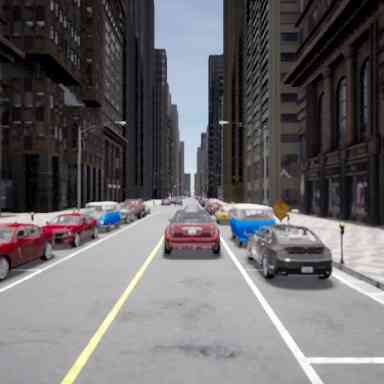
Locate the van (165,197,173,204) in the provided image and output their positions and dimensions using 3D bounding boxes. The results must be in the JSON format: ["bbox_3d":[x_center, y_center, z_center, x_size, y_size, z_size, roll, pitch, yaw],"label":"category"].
[{"bbox_3d":[-5.744,2.167,83.186,1.690,1.788,3.998,0,-1,0],"label":"van"}]

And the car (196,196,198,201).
[{"bbox_3d":[2.781,2.141,83.200,2.192,1.841,5.009,0,-1,0],"label":"car"}]

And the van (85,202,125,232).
[{"bbox_3d":[-5.758,1.548,21.387,1.690,1.788,3.998,0,-1,0],"label":"van"}]

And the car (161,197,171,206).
[{"bbox_3d":[-5.747,2.292,71.947,1.802,1.307,4.206,0,-1,0],"label":"car"}]

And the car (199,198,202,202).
[{"bbox_3d":[2.776,2.161,60.724,1.947,1.339,4.313,0,-1,0],"label":"car"}]

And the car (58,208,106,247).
[{"bbox_3d":[-5.759,1.697,15.766,1.887,1.381,4.507,0,-1,0],"label":"car"}]

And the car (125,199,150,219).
[{"bbox_3d":[-5.755,1.631,32.623,2.192,1.841,5.009,0,-1,0],"label":"car"}]

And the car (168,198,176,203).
[{"bbox_3d":[-5.742,2.508,94.420,1.947,1.339,4.313,0,-1,0],"label":"car"}]

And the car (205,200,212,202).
[{"bbox_3d":[2.771,1.952,38.250,1.802,1.307,4.206,0,-1,0],"label":"car"}]

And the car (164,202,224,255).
[{"bbox_3d":[0.006,1.486,14.075,2.097,1.767,4.553,0,-1,0],"label":"car"}]

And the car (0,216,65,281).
[{"bbox_3d":[-5.760,1.643,10.148,1.887,1.381,4.507,0,-1,0],"label":"car"}]

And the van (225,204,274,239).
[{"bbox_3d":[2.766,1.493,15.778,1.690,1.788,3.998,0,-1,0],"label":"van"}]

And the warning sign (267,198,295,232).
[{"bbox_3d":[5.071,1.299,19.028,1.300,1.860,1.060,0,-1,0],"label":"warning sign"}]

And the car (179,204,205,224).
[{"bbox_3d":[0.007,1.828,28.992,2.033,1.411,5.357,0,-1,0],"label":"car"}]

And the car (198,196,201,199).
[{"bbox_3d":[2.778,2.150,71.962,1.967,1.590,4.097,0,-1,0],"label":"car"}]

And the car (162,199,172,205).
[{"bbox_3d":[-5.745,2.334,77.566,1.947,1.339,4.313,0,-1,0],"label":"car"}]

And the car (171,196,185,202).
[{"bbox_3d":[-2.984,2.198,71.011,1.837,1.490,4.892,0,-1,0],"label":"car"}]

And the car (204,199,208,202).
[{"bbox_3d":[2.772,2.007,43.868,1.802,1.307,4.206,0,-1,0],"label":"car"}]

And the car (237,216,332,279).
[{"bbox_3d":[2.765,1.649,10.157,2.008,1.369,4.403,0,-1,0],"label":"car"}]

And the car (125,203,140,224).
[{"bbox_3d":[-5.756,1.812,27.003,2.008,1.369,4.403,0,-1,0],"label":"car"}]

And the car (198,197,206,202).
[{"bbox_3d":[2.777,2.197,66.343,1.887,1.381,4.507,0,-1,0],"label":"car"}]

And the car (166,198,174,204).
[{"bbox_3d":[-5.743,2.428,88.802,1.887,1.381,4.507,0,-1,0],"label":"car"}]

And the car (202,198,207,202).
[{"bbox_3d":[2.774,2.008,49.657,1.752,1.417,4.829,0,-1,0],"label":"car"}]
